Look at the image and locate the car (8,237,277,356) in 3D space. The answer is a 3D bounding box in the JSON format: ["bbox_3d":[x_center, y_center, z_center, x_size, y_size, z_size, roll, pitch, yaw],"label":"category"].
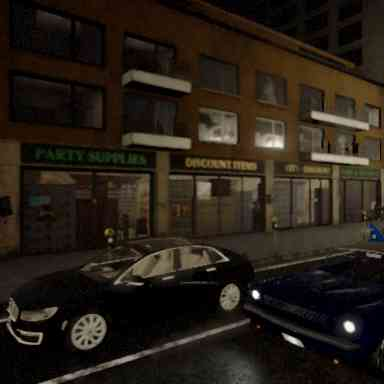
[{"bbox_3d":[-0.788,1.549,5.971,4.403,1.369,2.008,0,0,-35],"label":"car"}]

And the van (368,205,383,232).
[{"bbox_3d":[8.210,1.333,12.387,3.998,1.788,1.690,0,0,-35],"label":"van"}]

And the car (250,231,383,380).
[{"bbox_3d":[3.105,1.598,5.571,4.718,1.301,1.895,0,0,-35],"label":"car"}]
